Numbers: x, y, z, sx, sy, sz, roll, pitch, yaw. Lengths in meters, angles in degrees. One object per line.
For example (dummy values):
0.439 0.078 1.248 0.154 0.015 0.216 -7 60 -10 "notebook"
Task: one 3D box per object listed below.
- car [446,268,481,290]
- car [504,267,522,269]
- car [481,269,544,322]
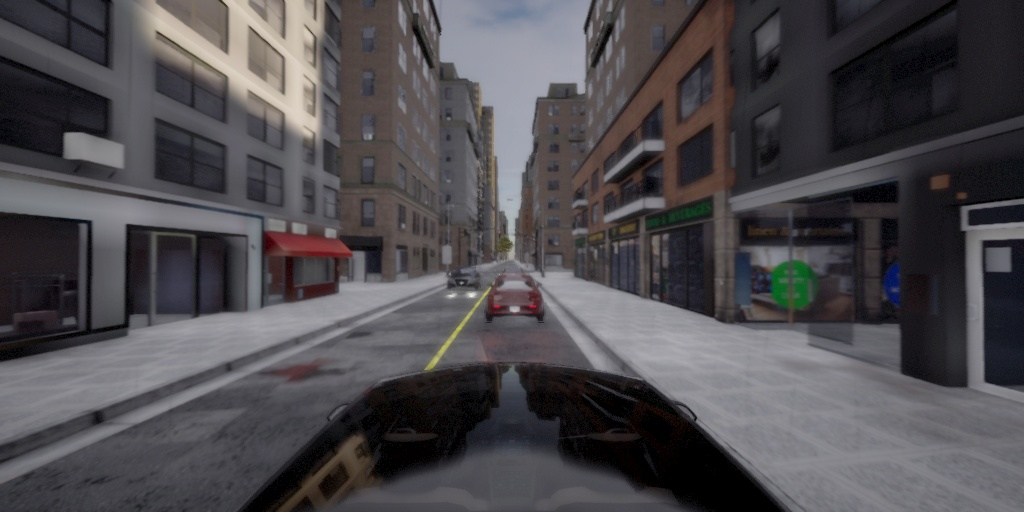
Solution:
-3.092 1.481 24.019 1.994 1.385 4.181 0 0 0 "car"
0.096 1.556 28.874 1.895 1.301 4.718 0 0 0 "car"
0.090 1.355 12.525 1.812 1.442 4.674 0 0 0 "car"
